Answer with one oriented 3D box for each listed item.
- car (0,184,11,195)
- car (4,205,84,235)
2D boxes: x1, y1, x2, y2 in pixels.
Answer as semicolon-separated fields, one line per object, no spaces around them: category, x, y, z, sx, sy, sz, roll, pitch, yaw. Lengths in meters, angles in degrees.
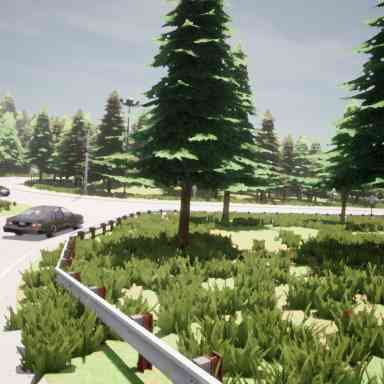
car;-20.970;-0.362;34.624;4.902;1.511;2.128;6;4;27
car;-7.410;1.414;17.304;2.033;1.411;5.357;4;1;3
